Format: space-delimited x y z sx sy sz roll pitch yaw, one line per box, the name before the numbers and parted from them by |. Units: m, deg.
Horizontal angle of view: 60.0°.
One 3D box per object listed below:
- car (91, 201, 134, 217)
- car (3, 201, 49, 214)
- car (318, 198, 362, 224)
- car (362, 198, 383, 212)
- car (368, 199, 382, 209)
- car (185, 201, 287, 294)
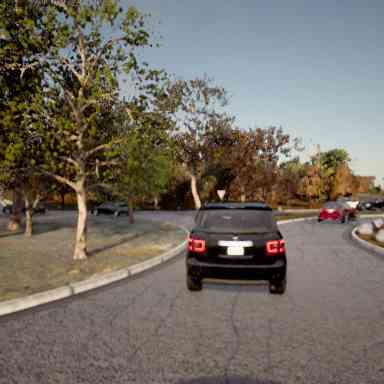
car | -8.037 1.683 33.456 4.902 1.511 2.128 0 0 32
car | -18.042 1.713 36.147 4.892 1.490 1.837 0 0 10
car | 12.161 1.610 27.573 2.097 1.767 4.553 0 -1 40
car | 26.199 1.885 48.494 5.566 2.045 2.150 1 -1 -39
car | 34.094 2.172 61.925 2.097 1.767 4.553 0 0 33
car | 1.175 1.248 9.067 2.150 2.045 5.566 0 0 7
